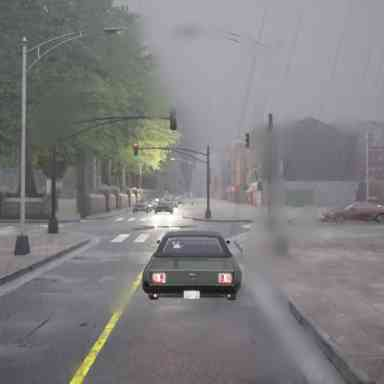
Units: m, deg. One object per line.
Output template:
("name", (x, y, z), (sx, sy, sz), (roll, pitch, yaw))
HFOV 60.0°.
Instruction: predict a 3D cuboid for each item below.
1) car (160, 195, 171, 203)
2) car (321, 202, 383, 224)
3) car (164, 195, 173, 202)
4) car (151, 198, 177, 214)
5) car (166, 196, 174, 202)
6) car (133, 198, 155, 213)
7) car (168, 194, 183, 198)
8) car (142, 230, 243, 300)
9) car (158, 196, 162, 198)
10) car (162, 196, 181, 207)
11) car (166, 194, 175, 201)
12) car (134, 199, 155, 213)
("car", (-5.703, 1.567, 71.359), (1.967, 1.590, 4.097), (1, 0, 0))
("car", (11.657, 1.471, 23.623), (4.674, 1.442, 1.812), (-1, -1, 1))
("car", (-5.783, 1.618, 82.258), (1.967, 1.590, 4.097), (1, 0, 0))
("car", (-2.922, 1.633, 35.718), (1.895, 1.301, 4.718), (0, 0, 0))
("car", (-5.823, 1.731, 87.539), (1.752, 1.417, 4.829), (1, 0, 0))
("car", (-5.482, 1.584, 36.972), (2.008, 1.369, 4.403), (1, 0, 0))
("car", (-3.072, 1.624, 63.684), (1.812, 1.442, 4.674), (0, 0, 0))
("car", (0.033, 1.605, 8.341), (1.895, 1.301, 4.718), (0, 0, 1))
("car", (-5.507, 1.597, 44.108), (2.008, 1.369, 4.403), (1, 0, 0))
("car", (-3.018, 1.656, 48.637), (1.895, 1.301, 4.718), (0, 0, 0))
("car", (-5.860, 1.553, 93.160), (2.192, 1.841, 5.009), (1, 0, 0))
("car", (-5.520, 1.562, 38.946), (1.752, 1.417, 4.829), (1, 0, 0))
